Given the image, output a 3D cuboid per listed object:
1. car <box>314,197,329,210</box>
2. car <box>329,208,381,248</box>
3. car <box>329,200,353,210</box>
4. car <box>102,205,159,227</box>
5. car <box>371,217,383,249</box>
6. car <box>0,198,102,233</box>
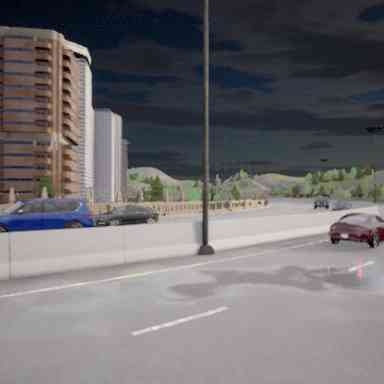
[{"bbox_3d":[20.783,1.756,53.210,2.150,2.045,5.566,0,-1,22],"label":"car"},{"bbox_3d":[8.052,1.690,15.584,4.674,1.442,1.812,1,-1,-44],"label":"car"},{"bbox_3d":[19.049,1.784,41.981,2.097,1.767,4.553,0,0,29],"label":"car"},{"bbox_3d":[-4.539,1.697,23.149,4.892,1.490,1.837,1,0,-43],"label":"car"},{"bbox_3d":[7.813,1.610,10.525,4.902,1.511,2.128,1,-1,-42],"label":"car"},{"bbox_3d":[-7.562,1.341,15.979,5.566,2.045,2.150,1,0,-38],"label":"car"}]
